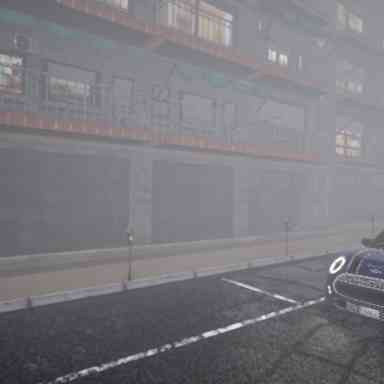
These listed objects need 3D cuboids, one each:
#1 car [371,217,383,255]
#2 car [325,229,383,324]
[{"bbox_3d":[8.900,1.642,12.836,4.206,1.307,1.802,0,1,-35],"label":"car"},{"bbox_3d":[4.735,1.384,6.723,4.553,1.767,2.097,0,0,-35],"label":"car"}]
